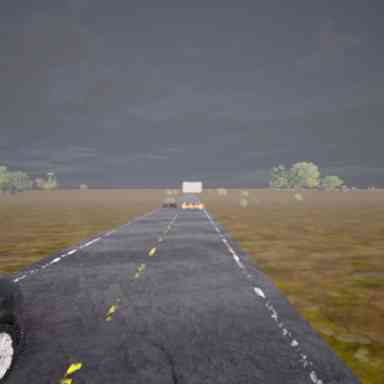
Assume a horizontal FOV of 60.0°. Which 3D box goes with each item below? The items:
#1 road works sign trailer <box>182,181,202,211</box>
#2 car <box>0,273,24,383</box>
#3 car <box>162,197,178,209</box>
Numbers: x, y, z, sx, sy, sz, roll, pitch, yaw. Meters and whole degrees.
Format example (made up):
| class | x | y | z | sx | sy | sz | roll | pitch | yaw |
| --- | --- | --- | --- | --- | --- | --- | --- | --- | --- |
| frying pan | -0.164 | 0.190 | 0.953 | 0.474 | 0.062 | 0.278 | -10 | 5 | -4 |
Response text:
| class | x | y | z | sx | sy | sz | roll | pitch | yaw |
| --- | --- | --- | --- | --- | --- | --- | --- | --- | --- |
| road works sign trailer | 0.026 | 0.470 | 40.375 | 2.380 | 3.560 | 2.880 | 0 | 0 | 0 |
| car | -3.099 | 1.505 | 2.423 | 1.837 | 1.490 | 4.892 | 0 | 0 | 0 |
| car | -3.046 | 1.484 | 46.503 | 1.882 | 1.535 | 5.008 | 0 | 0 | 0 |
